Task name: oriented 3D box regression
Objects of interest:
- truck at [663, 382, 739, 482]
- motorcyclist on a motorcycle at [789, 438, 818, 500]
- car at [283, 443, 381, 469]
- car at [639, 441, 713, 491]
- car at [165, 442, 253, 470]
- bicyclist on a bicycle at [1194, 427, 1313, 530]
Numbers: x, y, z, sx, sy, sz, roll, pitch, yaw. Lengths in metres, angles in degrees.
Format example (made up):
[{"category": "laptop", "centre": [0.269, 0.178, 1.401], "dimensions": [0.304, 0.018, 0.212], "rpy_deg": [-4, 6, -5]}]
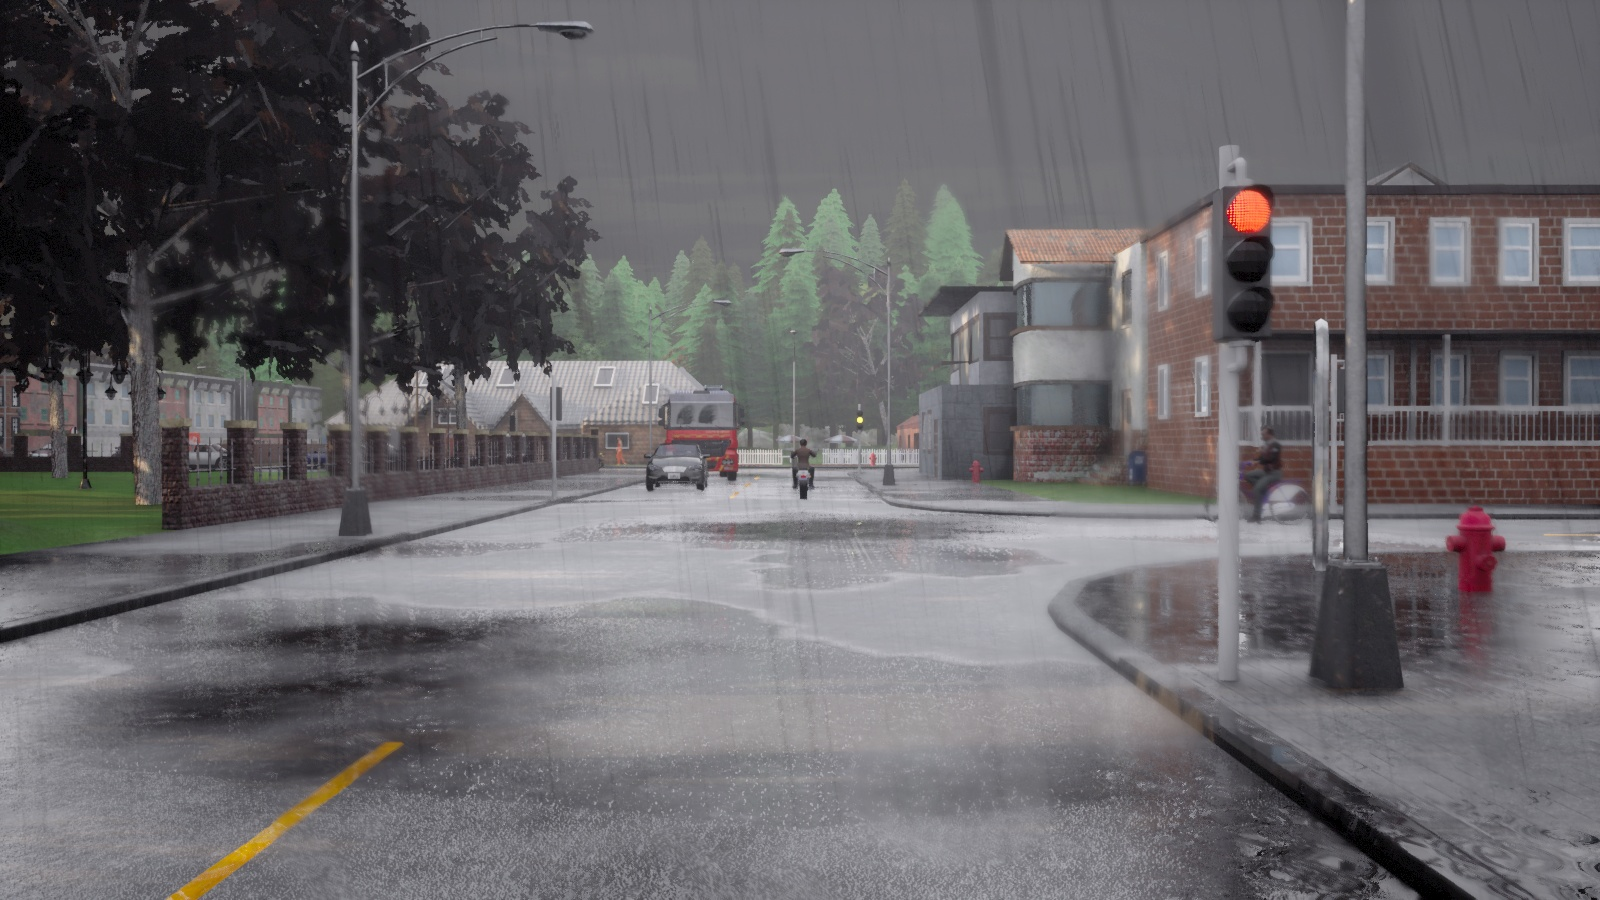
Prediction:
[{"category": "truck", "centre": [-4.037, -0.718, 52.503], "dimensions": [2.891, 3.827, 8.468], "rpy_deg": [0, 0, -3]}, {"category": "motorcyclist on a motorcycle", "centre": [0.097, 0.503, 34.305], "dimensions": [0.766, 1.649, 2.350], "rpy_deg": [0, 0, 0]}, {"category": "car", "centre": [-26.667, 0.320, 71.650], "dimensions": [4.792, 1.488, 2.163], "rpy_deg": [0, 0, 0]}, {"category": "car", "centre": [-3.947, 0.470, 40.708], "dimensions": [2.128, 1.511, 4.902], "rpy_deg": [0, 0, -3]}, {"category": "car", "centre": [-31.765, 0.305, 67.616], "dimensions": [3.806, 1.475, 1.970], "rpy_deg": [0, 0, -1]}, {"category": "bicyclist on a bicycle", "centre": [8.011, 0.498, 22.231], "dimensions": [1.843, 1.776, 0.659], "rpy_deg": [0, 0, 0]}]
